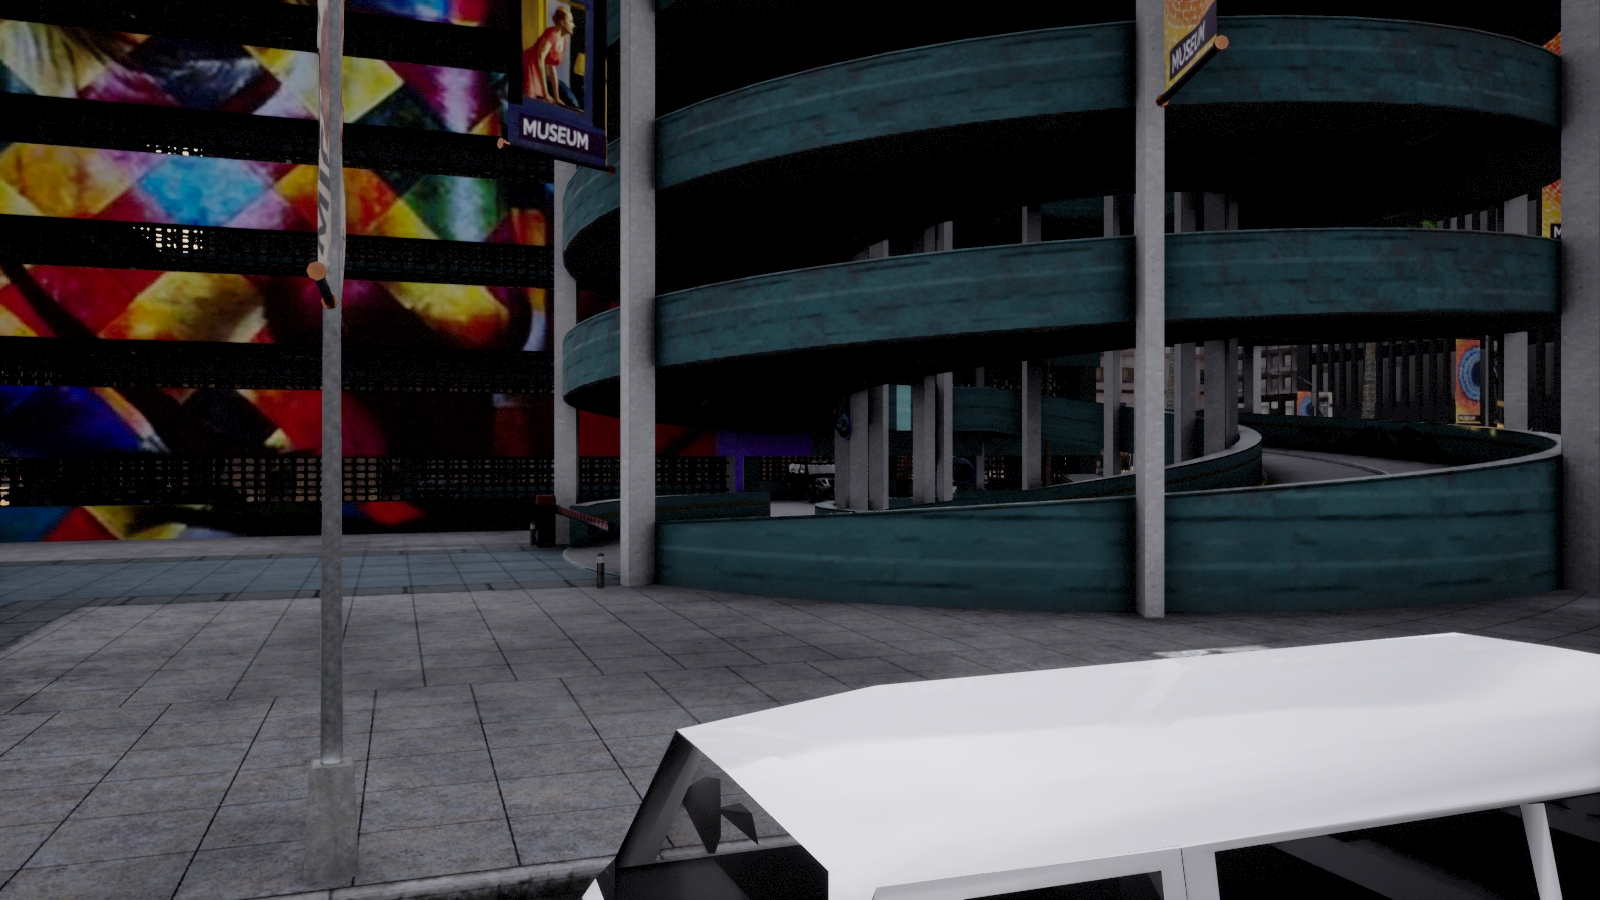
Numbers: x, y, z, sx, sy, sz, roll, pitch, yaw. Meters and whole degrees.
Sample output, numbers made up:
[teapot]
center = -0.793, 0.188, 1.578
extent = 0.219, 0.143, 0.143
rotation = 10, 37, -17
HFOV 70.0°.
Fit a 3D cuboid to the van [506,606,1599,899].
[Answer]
[van]
center = 1.425, 1.783, 3.850
extent = 4.480, 2.038, 2.069
rotation = 0, 0, -21
